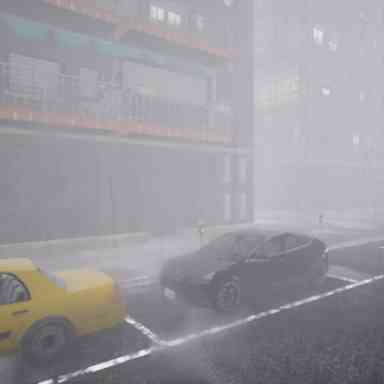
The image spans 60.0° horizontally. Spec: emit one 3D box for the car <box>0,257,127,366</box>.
[{"bbox_3d":[-3.275,1.528,4.222,4.829,1.417,1.752,-1,0,-35],"label":"car"}]

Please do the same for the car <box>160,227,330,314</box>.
[{"bbox_3d":[1.360,1.526,7.527,4.313,1.339,1.947,-1,0,-35],"label":"car"}]
